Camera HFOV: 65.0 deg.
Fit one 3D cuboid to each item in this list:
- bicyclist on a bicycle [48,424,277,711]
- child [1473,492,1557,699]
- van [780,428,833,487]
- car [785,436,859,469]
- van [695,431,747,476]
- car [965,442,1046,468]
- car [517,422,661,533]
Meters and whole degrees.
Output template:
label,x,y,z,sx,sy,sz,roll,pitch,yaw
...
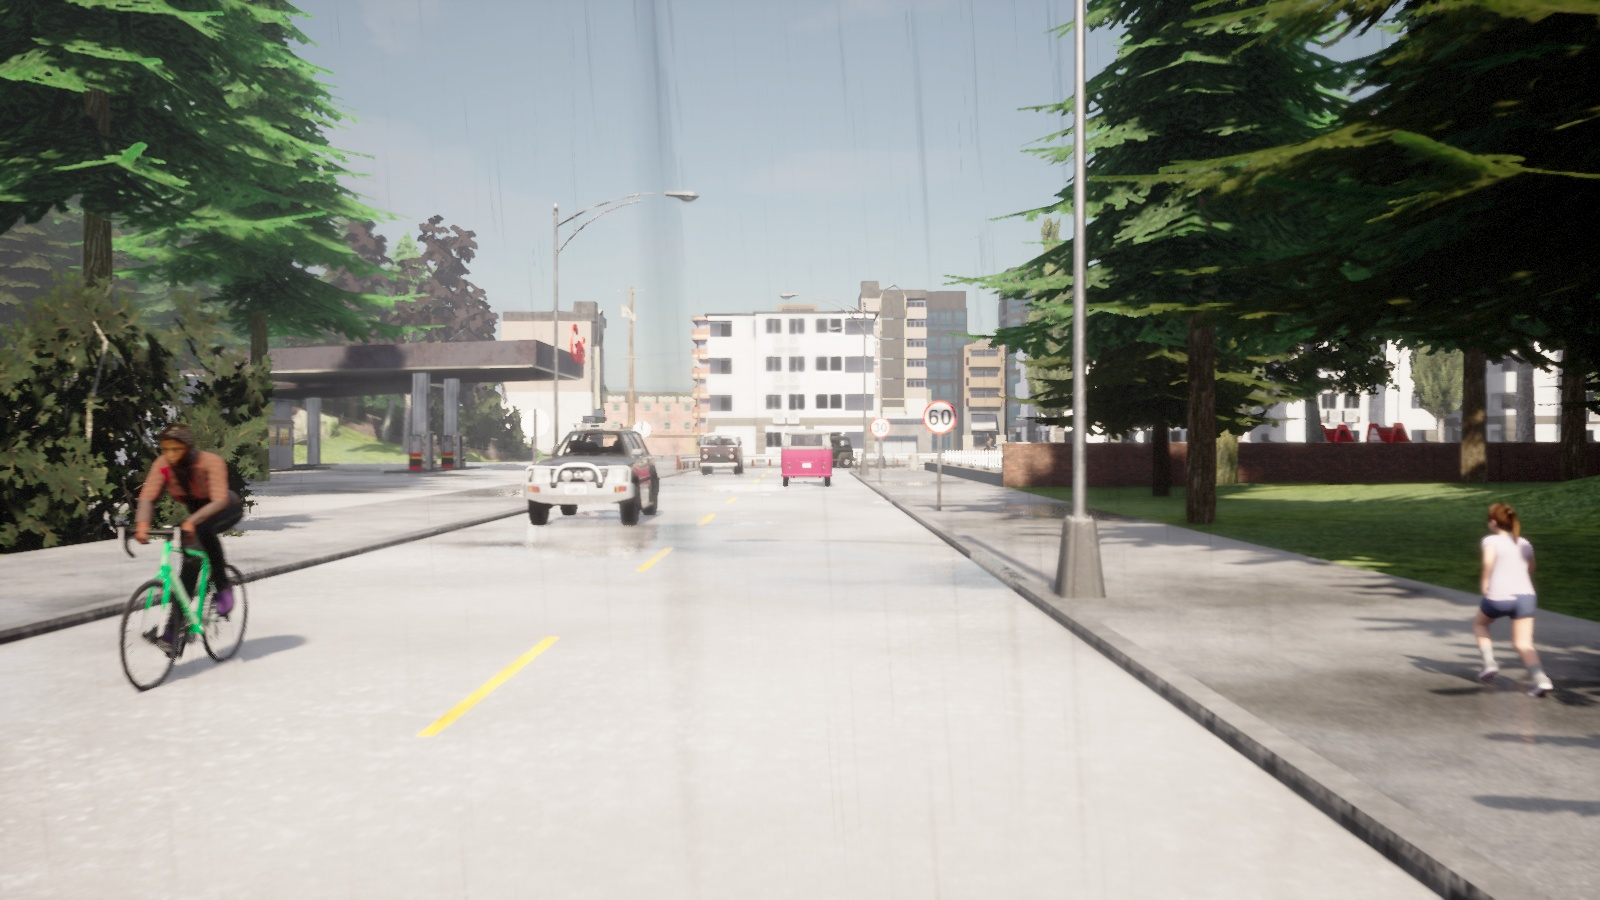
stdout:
label,x,y,z,sx,sy,sz,roll,pitch,yaw
bicyclist on a bicycle,-3.940,0.651,7.906,0.582,1.620,1.656,0,1,0
child,3.994,0.800,7.025,0.255,1.110,0.394,0,0,3
van,0.237,0.248,44.655,1.775,1.987,4.442,0,0,0
car,1.294,0.134,72.998,3.866,1.878,1.905,0,0,-32
van,-3.684,0.132,59.455,2.069,2.038,4.480,0,0,1
car,12.318,0.278,75.511,4.514,1.525,2.007,0,0,0
car,-3.855,0.421,23.752,1.932,1.855,4.605,0,2,0
